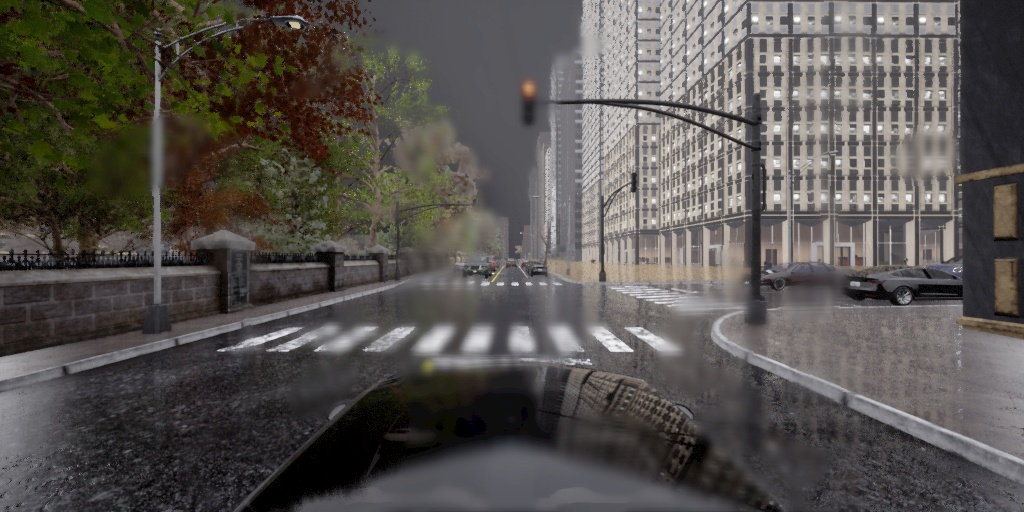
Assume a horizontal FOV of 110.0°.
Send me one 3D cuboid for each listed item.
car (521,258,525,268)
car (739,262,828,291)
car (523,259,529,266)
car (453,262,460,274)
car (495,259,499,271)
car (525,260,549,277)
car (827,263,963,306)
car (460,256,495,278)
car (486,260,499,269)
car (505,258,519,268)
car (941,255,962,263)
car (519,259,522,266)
[{"bbox_3d":[2.614,1.338,46.967,1.948,1.339,4.313,0,0,0],"label":"car"},{"bbox_3d":[15.111,1.025,18.937,5.357,1.411,2.033,-1,0,0],"label":"car"},{"bbox_3d":[2.623,1.334,41.335,1.948,1.339,4.313,0,0,0],"label":"car"},{"bbox_3d":[-5.757,1.350,41.321,1.802,1.307,4.207,0,0,0],"label":"car"},{"bbox_3d":[-3.174,0.993,46.404,2.150,2.045,5.566,0,0,0],"label":"car"},{"bbox_3d":[2.633,1.330,35.702,1.948,1.339,4.313,0,0,0],"label":"car"},{"bbox_3d":[14.666,1.026,13.139,4.313,1.339,1.948,0,0,0],"label":"car"},{"bbox_3d":[-3.124,0.984,33.800,2.150,2.045,5.566,0,0,2],"label":"car"},{"bbox_3d":[-3.168,1.349,59.811,1.994,1.385,4.181,0,0,0],"label":"car"},{"bbox_3d":[-0.103,1.294,62.533,1.837,1.490,4.892,0,0,0],"label":"car"},{"bbox_3d":[24.509,0.669,19.002,4.553,1.767,2.097,-1,0,0],"label":"car"},{"bbox_3d":[2.587,1.336,63.865,1.888,1.381,4.507,0,0,0],"label":"car"}]
